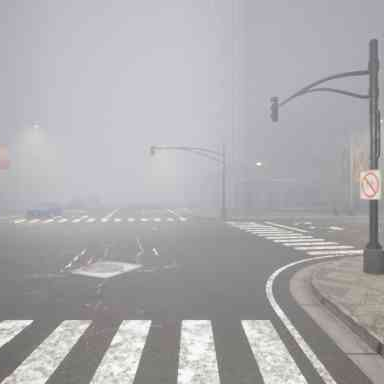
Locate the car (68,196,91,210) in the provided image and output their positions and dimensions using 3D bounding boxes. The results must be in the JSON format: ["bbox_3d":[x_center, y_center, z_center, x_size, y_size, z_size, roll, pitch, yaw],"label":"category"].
[{"bbox_3d":[-14.630,1.588,42.484,1.994,1.385,4.181,0,0,-9],"label":"car"}]

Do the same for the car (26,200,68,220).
[{"bbox_3d":[-12.513,1.490,28.575,1.882,1.535,5.008,0,0,-7],"label":"car"}]

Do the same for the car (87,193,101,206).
[{"bbox_3d":[-16.906,1.262,56.678,2.150,2.045,5.566,0,0,-9],"label":"car"}]
